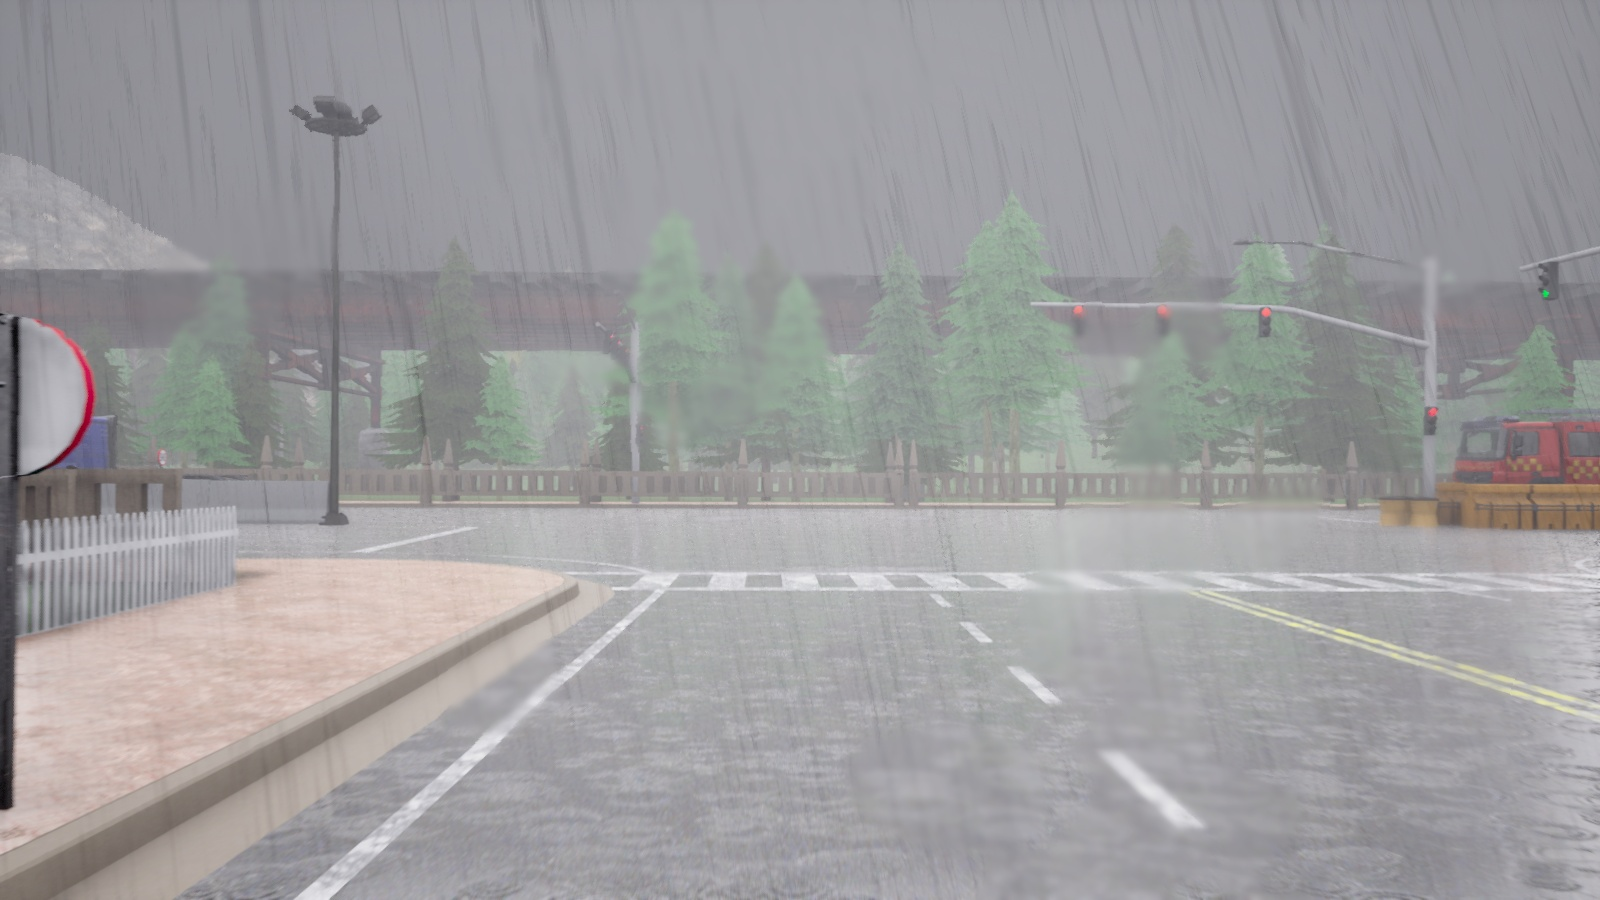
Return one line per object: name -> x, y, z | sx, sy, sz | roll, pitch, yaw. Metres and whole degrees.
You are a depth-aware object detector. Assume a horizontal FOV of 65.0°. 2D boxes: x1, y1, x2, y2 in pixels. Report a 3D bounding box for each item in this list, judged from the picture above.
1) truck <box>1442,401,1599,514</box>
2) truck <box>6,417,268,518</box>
truck -> 27.595, 0.281, 44.274 | 8.468, 3.827, 2.891 | 0, -1, -2
truck -> -24.134, 0.642, 46.041 | 7.936, 3.462, 2.891 | 1, -1, -2
